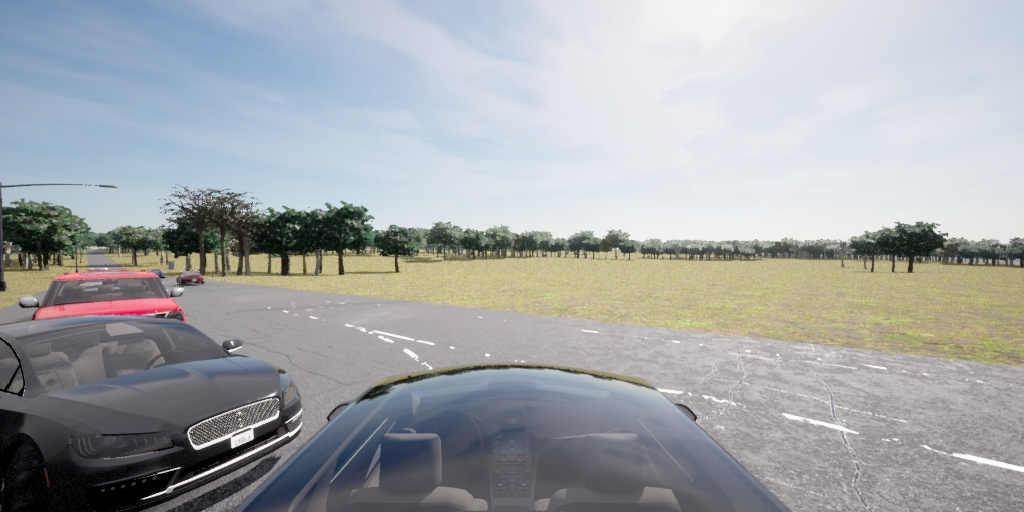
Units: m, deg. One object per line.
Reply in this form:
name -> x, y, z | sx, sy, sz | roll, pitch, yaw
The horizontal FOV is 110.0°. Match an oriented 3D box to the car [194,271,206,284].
car -> -35.396, 2.409, 39.446 | 4.674, 1.442, 1.812 | -2, 0, 40

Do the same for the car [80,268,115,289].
car -> -45.414, 2.365, 39.416 | 5.566, 2.045, 2.150 | -2, 0, 45

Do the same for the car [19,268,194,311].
car -> -9.578, 1.386, 8.536 | 5.566, 2.045, 2.150 | -2, 0, 40

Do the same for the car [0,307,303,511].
car -> -4.608, 1.445, 3.954 | 4.892, 1.490, 1.837 | -3, -3, 20
